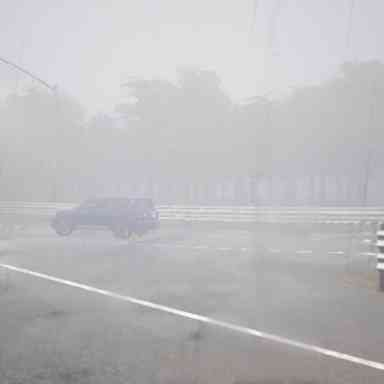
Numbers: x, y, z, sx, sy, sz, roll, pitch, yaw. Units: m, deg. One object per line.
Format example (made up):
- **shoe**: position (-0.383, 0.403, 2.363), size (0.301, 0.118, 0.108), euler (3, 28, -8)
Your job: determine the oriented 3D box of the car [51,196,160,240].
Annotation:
- **car**: position (-4.349, 1.212, 16.830), size (5.566, 2.045, 2.150), euler (0, 0, 19)
